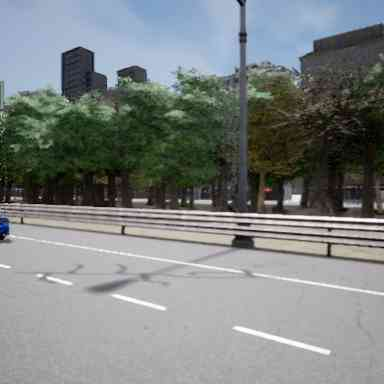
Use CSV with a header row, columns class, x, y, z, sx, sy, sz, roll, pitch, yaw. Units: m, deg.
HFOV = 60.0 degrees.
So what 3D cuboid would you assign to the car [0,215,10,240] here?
class,x,y,z,sx,sy,sz,roll,pitch,yaw
car,-10.557,1.492,15.716,5.008,1.535,1.882,0,0,36
